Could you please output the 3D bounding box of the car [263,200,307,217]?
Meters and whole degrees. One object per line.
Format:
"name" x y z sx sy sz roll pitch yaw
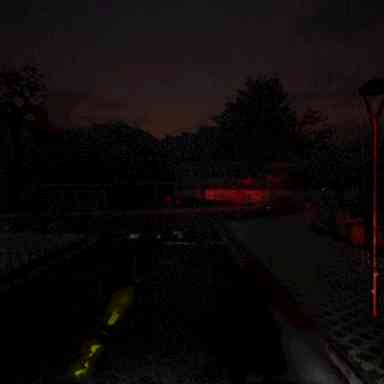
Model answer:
"car" 8.350 1.371 29.292 4.181 1.385 1.994 -1 3 -29
